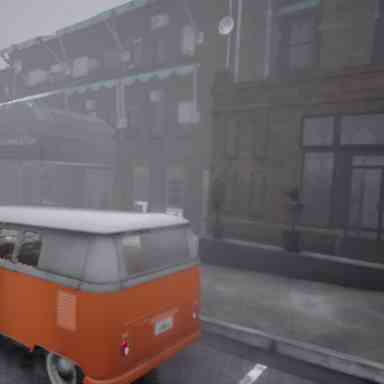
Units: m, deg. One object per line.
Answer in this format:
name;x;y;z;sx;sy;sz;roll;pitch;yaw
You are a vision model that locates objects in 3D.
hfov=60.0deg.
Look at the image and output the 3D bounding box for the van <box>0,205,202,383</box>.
van;-2.086;1.232;5.018;4.442;1.987;1.878;0;0;35
